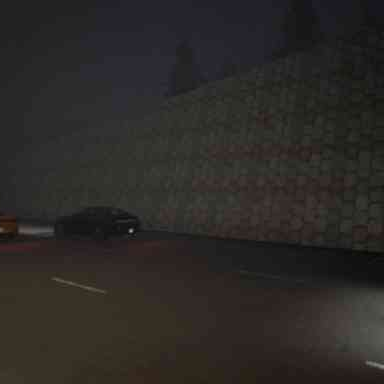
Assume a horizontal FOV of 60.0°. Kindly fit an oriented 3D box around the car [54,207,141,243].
[{"bbox_3d":[-4.623,1.469,15.907,4.902,1.511,2.128,0,0,36],"label":"car"}]

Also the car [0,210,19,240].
[{"bbox_3d":[-10.049,1.447,15.483,5.008,1.535,1.882,0,0,36],"label":"car"}]
